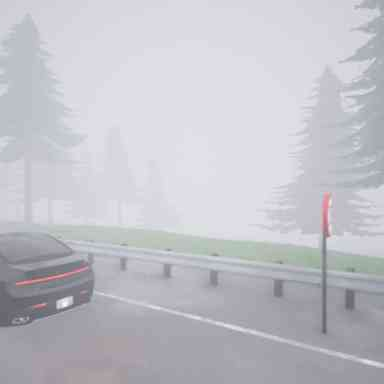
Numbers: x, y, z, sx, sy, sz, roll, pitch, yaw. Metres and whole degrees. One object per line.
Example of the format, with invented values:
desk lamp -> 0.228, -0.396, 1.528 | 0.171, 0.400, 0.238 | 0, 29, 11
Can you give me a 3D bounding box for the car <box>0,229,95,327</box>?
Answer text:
car -> -4.037, 1.519, 6.646 | 4.892, 1.490, 1.837 | 0, 0, 34
